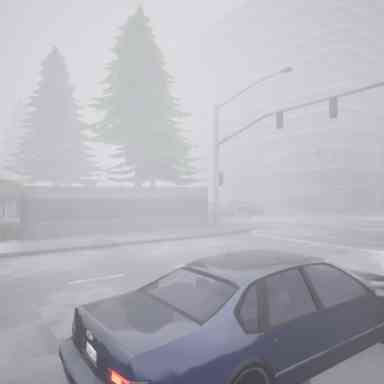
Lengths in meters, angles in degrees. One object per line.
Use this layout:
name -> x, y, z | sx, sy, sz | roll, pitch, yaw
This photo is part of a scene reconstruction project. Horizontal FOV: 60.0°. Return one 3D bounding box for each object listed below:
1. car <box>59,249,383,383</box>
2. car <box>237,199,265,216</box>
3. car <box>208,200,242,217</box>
car -> 1.110, 1.541, 4.572 | 5.357, 1.411, 2.033 | 0, 0, -35
car -> 5.110, 1.519, 33.239 | 1.837, 1.490, 4.892 | 0, 0, -35
car -> 2.157, 1.622, 31.352 | 1.895, 1.301, 4.718 | 0, 0, -35
